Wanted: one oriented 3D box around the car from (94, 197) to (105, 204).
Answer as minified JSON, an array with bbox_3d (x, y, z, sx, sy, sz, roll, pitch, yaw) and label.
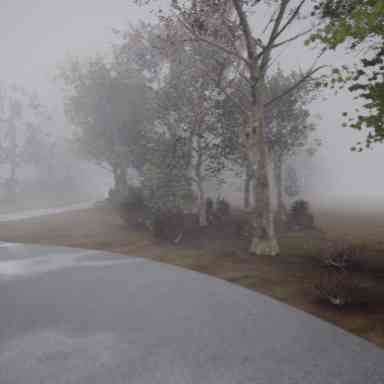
[{"bbox_3d":[-17.460,1.575,64.339,1.895,1.301,4.718,-2,1,-3],"label":"car"}]
